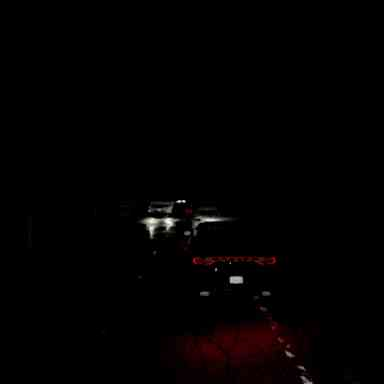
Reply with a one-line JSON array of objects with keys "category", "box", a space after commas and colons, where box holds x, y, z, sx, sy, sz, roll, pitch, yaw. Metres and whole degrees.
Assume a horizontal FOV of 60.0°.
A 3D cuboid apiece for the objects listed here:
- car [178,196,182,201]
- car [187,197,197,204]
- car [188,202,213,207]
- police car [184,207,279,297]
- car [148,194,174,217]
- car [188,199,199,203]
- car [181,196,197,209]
[{"category": "car", "box": [-2.817, 1.733, 89.350, 1.895, 1.301, 4.718, 0, 0, 0]}, {"category": "car", "box": [-0.049, 1.670, 65.188, 1.895, 1.301, 4.718, 0, 0, 0]}, {"category": "car", "box": [0.811, 1.530, 18.635, 1.812, 1.442, 4.674, 0, 0, 0]}, {"category": "police car", "box": [0.818, 1.426, 8.744, 1.930, 1.638, 5.238, 0, 0, 0]}, {"category": "car", "box": [-2.874, 1.234, 31.998, 2.150, 2.045, 5.566, 0, 0, 0]}, {"category": "car", "box": [0.806, 1.513, 24.634, 1.837, 1.490, 4.892, 0, 0, 0]}, {"category": "car", "box": [0.003, 1.522, 46.107, 2.128, 1.511, 4.902, 0, 0, 0]}]
